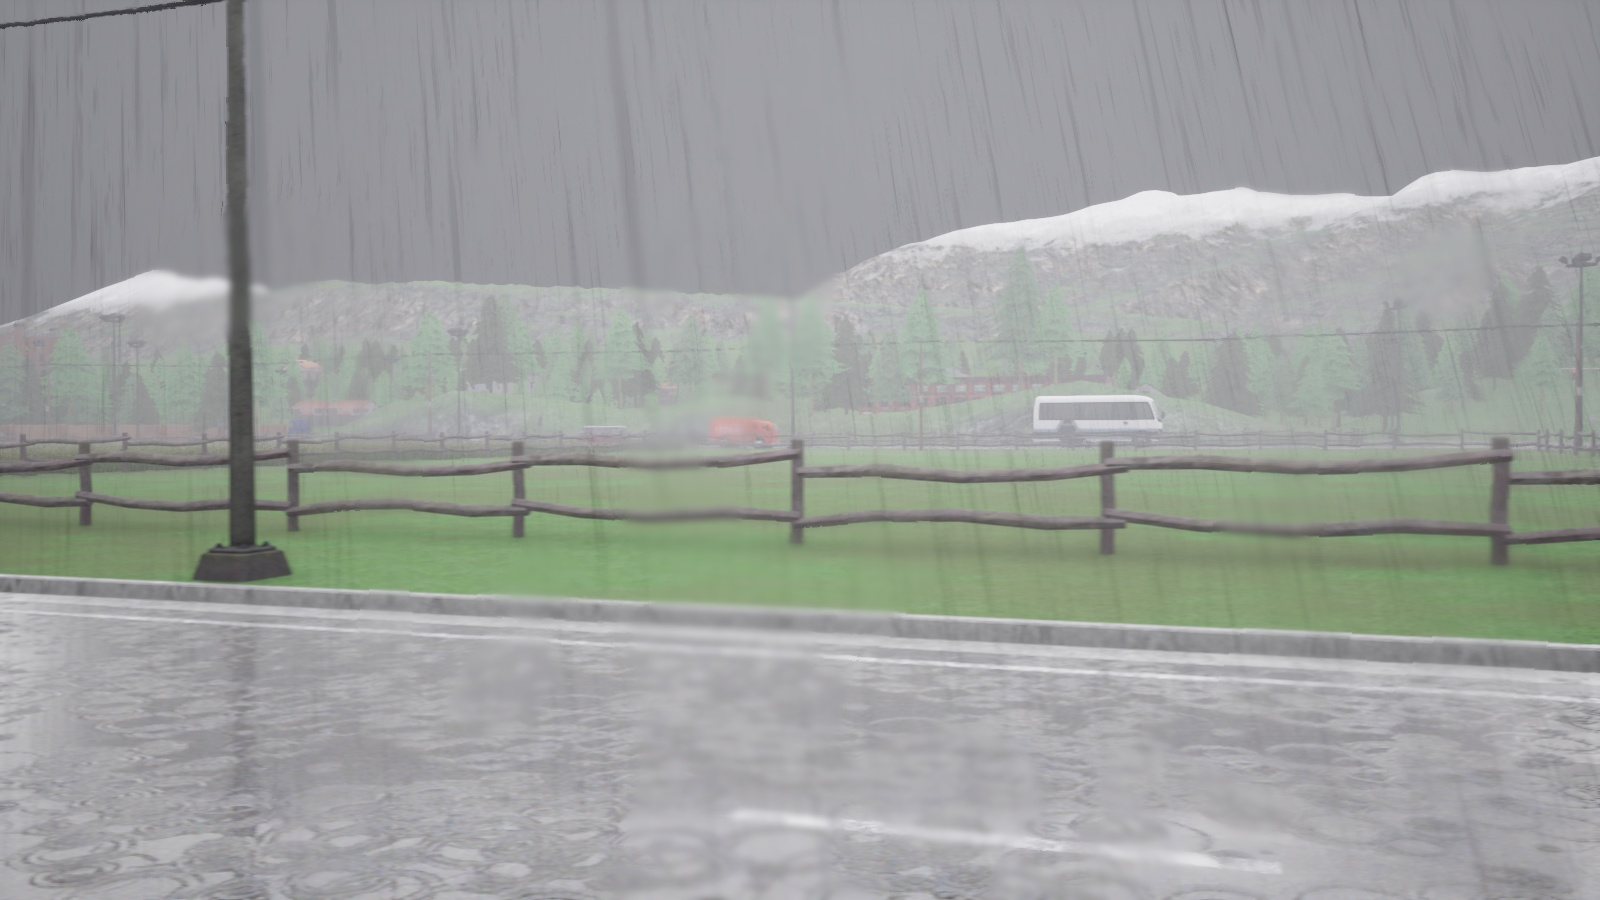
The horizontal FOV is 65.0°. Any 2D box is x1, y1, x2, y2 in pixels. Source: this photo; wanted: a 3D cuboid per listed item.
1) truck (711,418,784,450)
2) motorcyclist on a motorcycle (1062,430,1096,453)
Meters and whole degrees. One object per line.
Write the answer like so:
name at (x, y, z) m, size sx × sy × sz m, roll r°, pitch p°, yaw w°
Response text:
truck at (-4.129, -1.265, 99.195) m, size 5.204 × 2.467 × 2.627 m, roll 1°, pitch 1°, yaw 18°
motorcyclist on a motorcycle at (20.265, -0.606, 91.121) m, size 2.350 × 1.649 × 0.766 m, roll 1°, pitch 1°, yaw 18°
